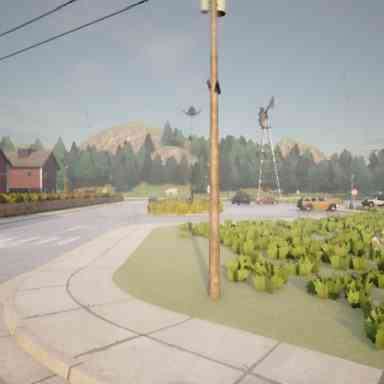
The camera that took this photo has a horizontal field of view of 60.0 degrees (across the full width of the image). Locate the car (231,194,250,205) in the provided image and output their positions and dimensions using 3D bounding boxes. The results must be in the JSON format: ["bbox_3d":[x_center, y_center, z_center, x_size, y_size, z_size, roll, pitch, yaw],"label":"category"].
[{"bbox_3d":[8.852,1.358,61.017,2.150,2.045,5.566,0,0,-9],"label":"car"}]

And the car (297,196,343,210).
[{"bbox_3d":[14.812,1.387,39.410,4.605,1.855,1.932,0,0,-2],"label":"car"}]

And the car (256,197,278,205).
[{"bbox_3d":[13.937,1.646,61.873,3.905,1.438,1.784,0,0,-2],"label":"car"}]

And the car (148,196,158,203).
[{"bbox_3d":[-8.481,1.686,73.456,1.882,1.535,5.008,0,0,-1],"label":"car"}]

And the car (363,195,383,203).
[{"bbox_3d":[27.744,1.378,50.006,3.866,1.878,1.905,0,0,-2],"label":"car"}]
